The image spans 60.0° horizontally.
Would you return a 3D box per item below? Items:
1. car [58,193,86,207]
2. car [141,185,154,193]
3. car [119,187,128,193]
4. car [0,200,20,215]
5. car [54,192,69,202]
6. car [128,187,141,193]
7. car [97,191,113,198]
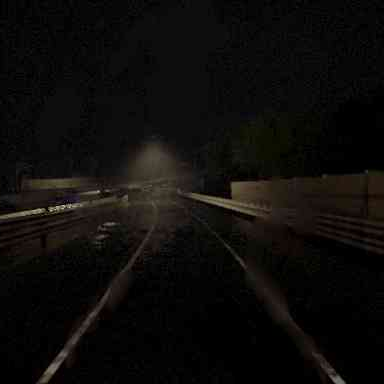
[{"bbox_3d":[-17.879,1.436,50.779,1.882,1.535,5.008,0,3,9],"label":"car"},{"bbox_3d":[-11.574,-0.588,90.237,1.812,1.442,4.674,0,3,9],"label":"car"},{"bbox_3d":[-18.495,-0.667,91.287,1.837,1.490,4.892,0,3,9],"label":"car"},{"bbox_3d":[-23.048,1.721,40.228,2.097,1.767,4.553,0,3,9],"label":"car"},{"bbox_3d":[-23.321,0.776,61.235,2.097,1.767,4.553,0,3,9],"label":"car"},{"bbox_3d":[-15.035,-0.615,90.763,2.128,1.511,4.902,0,3,9],"label":"car"},{"bbox_3d":[-18.352,0.455,70.232,1.837,1.490,4.892,0,3,9],"label":"car"}]
